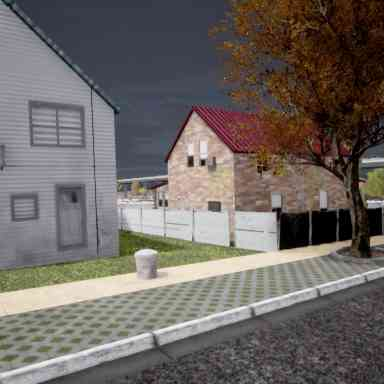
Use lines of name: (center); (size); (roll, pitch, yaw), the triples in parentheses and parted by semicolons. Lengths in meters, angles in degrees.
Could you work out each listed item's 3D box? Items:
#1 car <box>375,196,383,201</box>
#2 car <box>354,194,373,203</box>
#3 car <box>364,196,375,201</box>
car: (31.891, 1.821, 57.166); (2.033, 1.411, 5.357); (-2, 0, 1)
car: (38.569, 1.440, 74.916); (2.097, 1.767, 4.553); (-2, 0, 0)
car: (28.618, 1.860, 56.924); (1.882, 1.535, 5.008); (-2, 0, 1)
